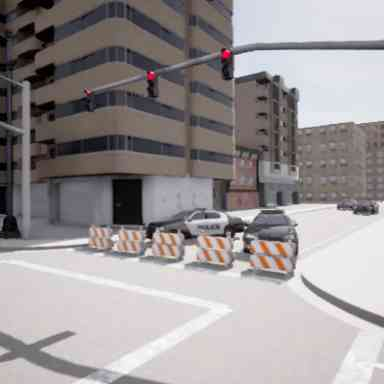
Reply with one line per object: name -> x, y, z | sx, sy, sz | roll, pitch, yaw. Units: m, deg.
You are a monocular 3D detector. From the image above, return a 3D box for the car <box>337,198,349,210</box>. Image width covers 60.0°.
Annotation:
car -> 20.681, 1.551, 44.267 | 2.038, 1.542, 4.974 | -1, 0, 35

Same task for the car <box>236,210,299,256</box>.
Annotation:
car -> 3.237, 1.510, 13.551 | 2.038, 1.542, 4.974 | -1, 0, 15

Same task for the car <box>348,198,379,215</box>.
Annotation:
car -> 18.484, 1.513, 35.346 | 2.038, 1.542, 4.974 | -1, 0, 35

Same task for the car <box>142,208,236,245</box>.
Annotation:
car -> 0.042, 1.557, 16.232 | 4.974, 1.542, 2.038 | 0, 0, -30

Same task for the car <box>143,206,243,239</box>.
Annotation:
car -> 0.085, 1.399, 16.259 | 4.536, 1.218, 1.853 | 0, 0, -30

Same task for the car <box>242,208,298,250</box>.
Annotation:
car -> 3.250, 1.353, 13.602 | 1.853, 1.218, 4.536 | -1, 0, 15

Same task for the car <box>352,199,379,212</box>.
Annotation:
car -> 18.512, 1.355, 35.390 | 1.853, 1.218, 4.536 | -1, 0, 35

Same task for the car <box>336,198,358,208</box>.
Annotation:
car -> 20.709, 1.393, 44.310 | 1.853, 1.218, 4.536 | -1, 0, 35
